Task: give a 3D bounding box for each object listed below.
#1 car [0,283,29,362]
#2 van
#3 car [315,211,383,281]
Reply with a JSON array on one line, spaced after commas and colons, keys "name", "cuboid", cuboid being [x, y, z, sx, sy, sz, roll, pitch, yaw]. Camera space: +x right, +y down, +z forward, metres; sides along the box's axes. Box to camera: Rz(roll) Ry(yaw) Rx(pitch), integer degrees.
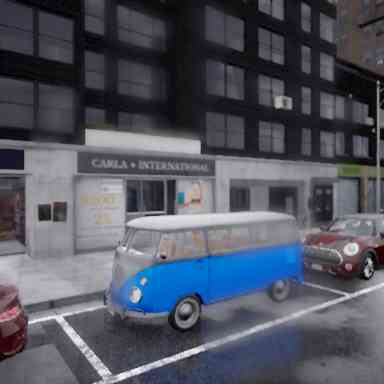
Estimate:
[{"name": "car", "cuboid": [-3.984, 1.590, 3.340, 4.206, 1.307, 1.802, 0, 0, -36]}, {"name": "van", "cuboid": [0.414, 1.318, 6.492, 3.998, 1.788, 1.690, 0, 0, -36]}, {"name": "car", "cuboid": [4.813, 1.387, 9.646, 4.097, 1.590, 1.967, 0, 0, -36]}]
